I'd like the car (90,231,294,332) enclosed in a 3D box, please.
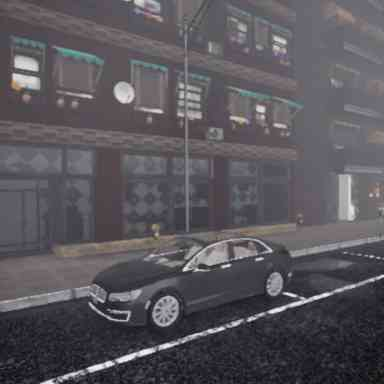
[{"bbox_3d":[0.204,1.524,6.701,4.403,1.369,2.008,0,0,-35],"label":"car"}]
